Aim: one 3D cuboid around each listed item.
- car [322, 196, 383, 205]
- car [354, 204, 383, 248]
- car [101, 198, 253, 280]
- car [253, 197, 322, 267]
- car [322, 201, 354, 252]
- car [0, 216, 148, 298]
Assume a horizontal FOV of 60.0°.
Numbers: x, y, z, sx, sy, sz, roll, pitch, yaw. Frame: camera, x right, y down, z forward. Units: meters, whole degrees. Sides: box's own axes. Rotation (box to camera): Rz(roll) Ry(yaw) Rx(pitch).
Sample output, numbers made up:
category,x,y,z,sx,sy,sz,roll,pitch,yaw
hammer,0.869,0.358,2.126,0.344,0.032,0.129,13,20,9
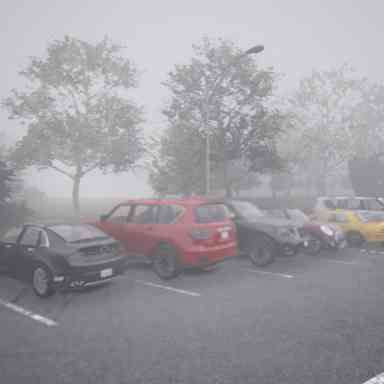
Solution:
category,x,y,z,sx,sy,sz,roll,pitch,yaw
car,8.784,1.242,16.537,5.566,2.045,2.435,-1,-1,38
car,6.087,1.500,15.069,5.366,1.575,1.946,-1,0,37
car,-1.290,1.232,10.166,5.566,2.045,2.435,-1,-1,37
car,1.259,1.240,11.753,5.566,2.045,2.435,-1,-1,37
car,3.709,1.374,13.388,4.553,1.767,2.185,-1,-1,37
car,-3.753,1.475,8.522,4.892,1.521,2.231,-1,-1,37
